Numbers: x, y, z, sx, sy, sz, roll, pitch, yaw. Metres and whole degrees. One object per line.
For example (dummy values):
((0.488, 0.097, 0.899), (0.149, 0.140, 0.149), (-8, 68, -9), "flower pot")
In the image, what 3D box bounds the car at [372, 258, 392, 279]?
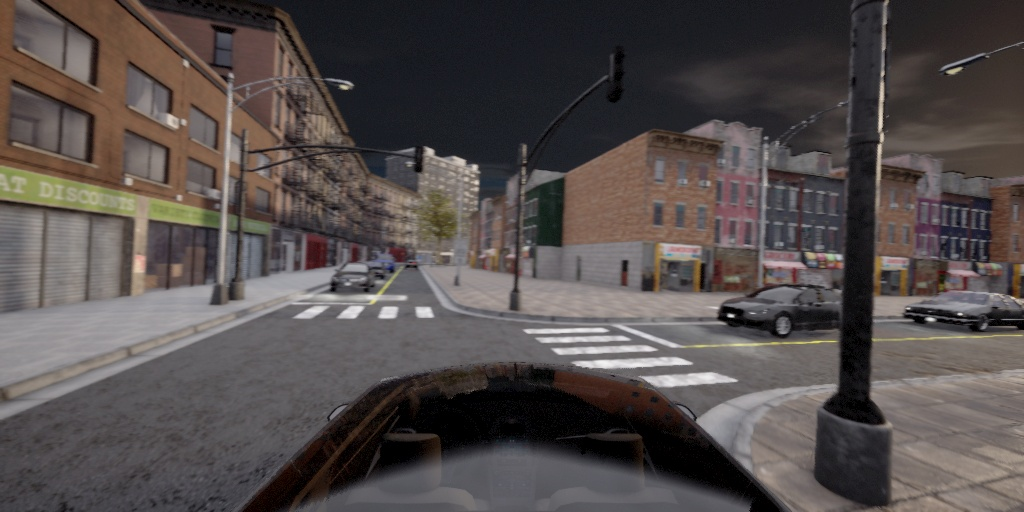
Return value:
((-11.422, 1.117, 29.776), (2.033, 1.411, 5.357), (3, -1, -16), "car")

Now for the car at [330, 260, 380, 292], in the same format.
((-8.604, 1.100, 19.731), (1.812, 1.442, 4.674), (3, -1, -15), "car")

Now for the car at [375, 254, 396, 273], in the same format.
((-14.246, 0.791, 40.014), (2.150, 2.045, 5.566), (3, -1, -15), "car")

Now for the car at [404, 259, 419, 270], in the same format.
((-14.571, 1.209, 52.013), (1.837, 1.490, 4.892), (3, -1, -16), "car")

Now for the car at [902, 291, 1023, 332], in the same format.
((18.511, 2.133, 14.366), (5.357, 1.411, 2.033), (2, 0, -16), "car")

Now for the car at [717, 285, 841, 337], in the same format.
((9.090, 1.694, 11.702), (4.892, 1.490, 1.837), (2, 0, -16), "car")
